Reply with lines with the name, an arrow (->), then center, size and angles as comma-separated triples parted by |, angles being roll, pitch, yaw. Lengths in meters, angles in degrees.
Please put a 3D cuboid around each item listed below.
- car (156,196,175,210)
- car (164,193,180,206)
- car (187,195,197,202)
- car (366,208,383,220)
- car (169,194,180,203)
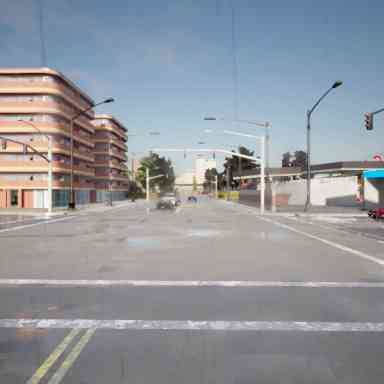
car -> -3.585, 1.601, 43.255 | 1.895, 1.301, 4.718 | 0, 0, 0
car -> -3.575, 1.218, 53.274 | 2.150, 2.045, 5.566 | 0, 0, 0
car -> 0.022, 1.339, 70.785 | 1.812, 1.442, 4.674 | 0, 0, 0
car -> 16.543, 1.601, 26.403 | 4.718, 1.301, 1.895 | 0, 0, 1
car -> -3.493, 1.351, 67.939 | 2.097, 1.767, 4.553 | 0, 0, 0
